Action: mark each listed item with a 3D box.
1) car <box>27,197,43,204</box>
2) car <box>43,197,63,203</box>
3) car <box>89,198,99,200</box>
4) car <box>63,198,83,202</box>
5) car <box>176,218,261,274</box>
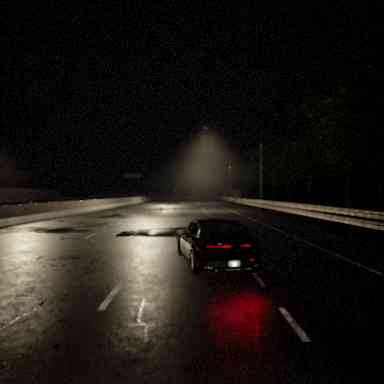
[{"bbox_3d":[-28.316,1.745,60.911,2.128,1.511,4.902,0,0,0],"label":"car"},{"bbox_3d":[-24.824,1.738,60.956,1.837,1.490,4.892,0,0,0],"label":"car"},{"bbox_3d":[-17.840,1.799,61.061,1.994,1.385,4.181,0,0,0],"label":"car"},{"bbox_3d":[-21.335,1.798,61.023,1.994,1.385,4.181,0,0,0],"label":"car"},{"bbox_3d":[0.672,1.601,10.695,1.837,1.490,4.892,0,-1,-9],"label":"car"}]
